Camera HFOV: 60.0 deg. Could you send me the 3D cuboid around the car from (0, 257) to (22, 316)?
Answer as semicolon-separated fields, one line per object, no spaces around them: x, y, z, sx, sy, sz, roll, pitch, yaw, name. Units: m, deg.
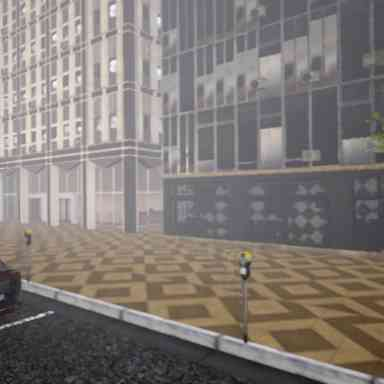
-4.987;1.630;6.424;4.313;1.339;1.947;-1;-1;35;car
